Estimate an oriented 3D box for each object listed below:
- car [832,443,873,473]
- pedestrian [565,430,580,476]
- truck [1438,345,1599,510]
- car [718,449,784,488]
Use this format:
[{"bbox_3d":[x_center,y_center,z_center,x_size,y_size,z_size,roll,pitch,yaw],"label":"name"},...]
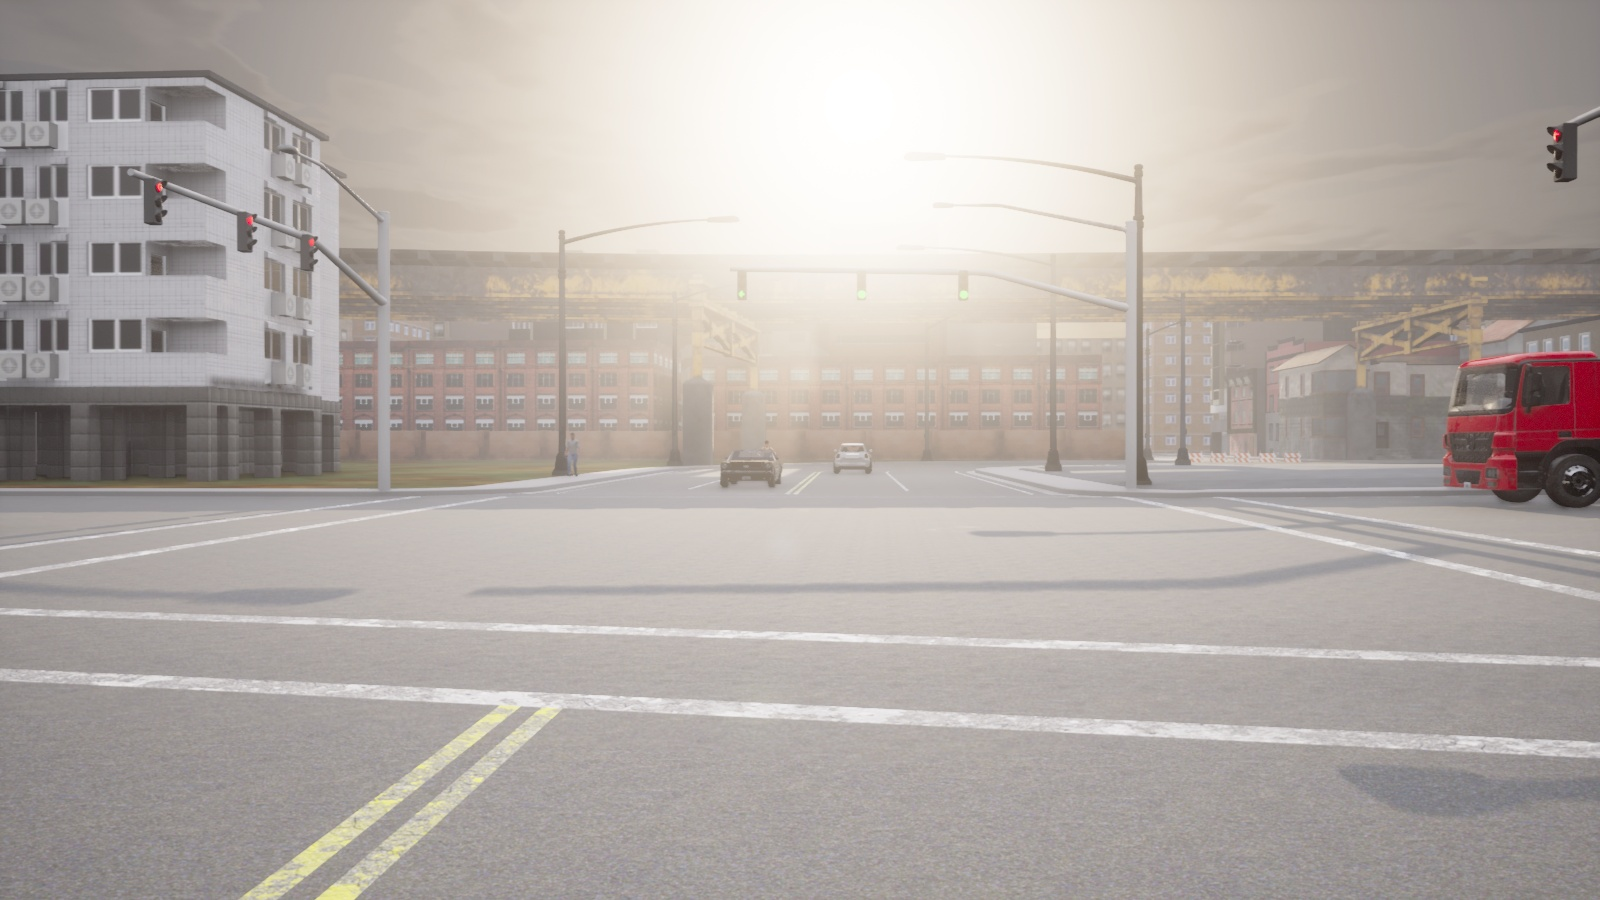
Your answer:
[{"bbox_3d":[2.689,0.375,63.308,1.970,1.475,3.806,0,0,4],"label":"car"},{"bbox_3d":[-9.128,0.127,50.365,0.354,1.836,0.706,0,0,9],"label":"pedestrian"},{"bbox_3d":[18.854,-0.503,27.772,7.936,3.462,2.891,-1,0,3],"label":"truck"},{"bbox_3d":[-1.677,0.608,44.231,1.895,1.301,4.718,0,0,3],"label":"car"}]
